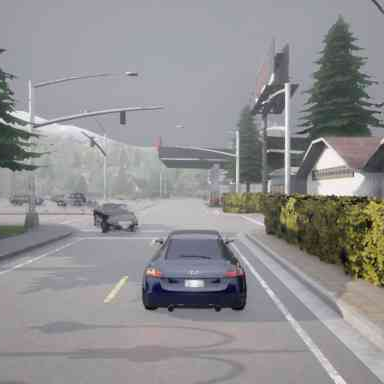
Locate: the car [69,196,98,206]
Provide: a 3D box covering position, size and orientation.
[{"bbox_3d":[-16.180,1.361,49.711,3.806,1.475,1.970,0,0,-1],"label":"car"}]

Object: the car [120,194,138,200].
[{"bbox_3d":[-16.503,1.339,87.104,4.514,1.523,2.007,0,0,-1],"label":"car"}]

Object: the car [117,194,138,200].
[{"bbox_3d":[-16.433,1.330,83.967,5.027,1.636,2.152,0,0,-1],"label":"car"}]

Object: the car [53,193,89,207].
[{"bbox_3d":[-16.772,1.077,46.383,3.866,1.878,1.905,0,0,-1],"label":"car"}]

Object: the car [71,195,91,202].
[{"bbox_3d":[-24.037,1.320,72.076,3.633,1.501,1.845,0,0,-1],"label":"car"}]

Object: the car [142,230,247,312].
[{"bbox_3d":[0.059,1.564,7.798,1.994,1.385,4.181,0,0,1],"label":"car"}]

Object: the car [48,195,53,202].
[{"bbox_3d":[-24.021,1.298,62.084,4.514,1.523,2.007,0,0,-1],"label":"car"}]

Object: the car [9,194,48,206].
[{"bbox_3d":[-24.659,1.097,49.623,4.605,1.855,1.932,0,0,-1],"label":"car"}]

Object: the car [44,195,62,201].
[{"bbox_3d":[-35.099,1.384,84.005,3.806,1.475,1.970,0,0,-1],"label":"car"}]

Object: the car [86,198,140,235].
[{"bbox_3d":[-4.442,1.401,19.139,2.128,1.511,4.902,0,2,-26],"label":"car"}]
